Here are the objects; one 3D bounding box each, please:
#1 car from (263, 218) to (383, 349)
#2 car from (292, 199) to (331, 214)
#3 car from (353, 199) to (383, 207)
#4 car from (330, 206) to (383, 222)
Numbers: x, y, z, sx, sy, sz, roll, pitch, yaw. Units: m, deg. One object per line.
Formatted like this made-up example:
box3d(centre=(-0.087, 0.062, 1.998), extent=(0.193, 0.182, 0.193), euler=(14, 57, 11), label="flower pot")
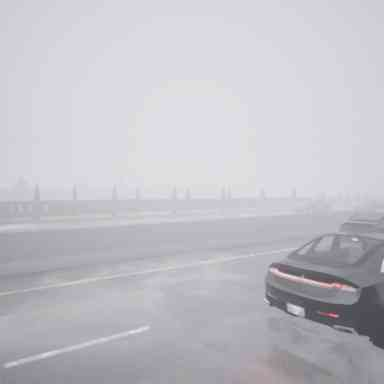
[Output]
box3d(centre=(3.478, 1.492, 6.228), extent=(4.902, 1.511, 2.128), euler=(0, 0, -35), label="car")
box3d(centre=(12.388, 1.519, 34.291), extent=(4.892, 1.490, 1.837), euler=(0, 0, -35), label="car")
box3d(centre=(18.502, 1.523, 34.336), extent=(4.892, 1.490, 1.837), euler=(1, 0, -35), label="car")
box3d(centre=(8.053, 1.510, 13.789), extent=(4.892, 1.490, 1.837), euler=(0, 0, -35), label="car")
